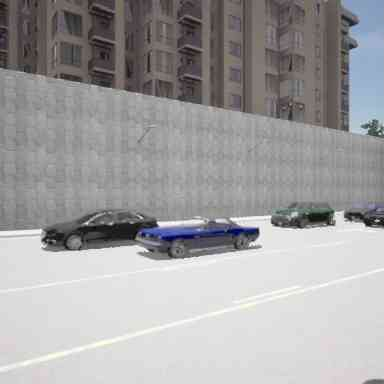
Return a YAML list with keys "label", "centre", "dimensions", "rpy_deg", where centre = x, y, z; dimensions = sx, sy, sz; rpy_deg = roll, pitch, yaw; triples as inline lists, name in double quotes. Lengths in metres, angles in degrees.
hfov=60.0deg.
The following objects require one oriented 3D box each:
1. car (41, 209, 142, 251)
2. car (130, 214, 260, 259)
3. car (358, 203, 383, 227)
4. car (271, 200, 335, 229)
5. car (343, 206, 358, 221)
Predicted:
- label: "car"
  centre: [-3.741, 1.505, 14.145]
  dimensions: [4.892, 1.490, 1.837]
  rpy_deg: [0, 0, -34]
- label: "car"
  centre: [0.301, 1.601, 12.670]
  dimensions: [4.718, 1.301, 1.895]
  rpy_deg: [0, 0, -34]
- label: "car"
  centre: [12.860, 1.564, 21.258]
  dimensions: [4.181, 1.385, 1.994]
  rpy_deg: [0, 0, -34]
- label: "car"
  centre: [7.257, 1.351, 21.671]
  dimensions: [4.553, 1.767, 2.097]
  rpy_deg: [0, 0, -34]
- label: "car"
  centre: [14.269, 1.551, 26.355]
  dimensions: [5.357, 1.411, 2.033]
  rpy_deg: [0, 0, -34]
